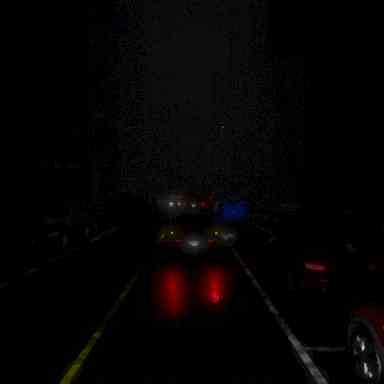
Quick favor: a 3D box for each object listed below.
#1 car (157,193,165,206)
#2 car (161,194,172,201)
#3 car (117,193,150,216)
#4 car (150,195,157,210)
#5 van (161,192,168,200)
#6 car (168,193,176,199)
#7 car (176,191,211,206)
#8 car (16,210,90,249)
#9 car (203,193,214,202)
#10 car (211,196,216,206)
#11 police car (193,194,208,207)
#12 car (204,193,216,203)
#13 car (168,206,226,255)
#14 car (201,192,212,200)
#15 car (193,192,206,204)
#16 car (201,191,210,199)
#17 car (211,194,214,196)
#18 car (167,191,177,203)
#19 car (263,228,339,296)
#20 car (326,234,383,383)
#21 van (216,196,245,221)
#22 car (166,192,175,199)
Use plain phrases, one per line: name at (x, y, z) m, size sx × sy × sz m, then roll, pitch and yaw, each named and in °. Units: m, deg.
car at (-5.440, 1.216, 47.522) m, size 1.752 × 1.417 × 4.829 m, roll 0°, pitch 1°, yaw 1°
car at (-5.332, 1.103, 70.284) m, size 1.947 × 1.339 × 4.313 m, roll 0°, pitch 0°, yaw 0°
car at (-5.519, 1.128, 30.813) m, size 2.192 × 1.841 × 5.009 m, roll 0°, pitch 0°, yaw 0°
car at (-5.492, 1.088, 36.453) m, size 2.192 × 1.841 × 5.009 m, roll 0°, pitch 0°, yaw 0°
van at (-5.358, 0.913, 64.644) m, size 1.690 × 1.788 × 3.998 m, roll 0°, pitch 0°, yaw 0°
car at (-5.252, 0.994, 87.201) m, size 1.887 × 1.381 × 4.507 m, roll 0°, pitch 0°, yaw 0°
car at (0.163, 1.064, 26.826) m, size 2.150 × 2.045 × 5.566 m, roll 0°, pitch 1°, yaw 1°
car at (-5.601, 1.473, 13.895) m, size 2.008 × 1.369 × 4.403 m, roll 0°, pitch 0°, yaw 0°
car at (3.167, 1.012, 64.589) m, size 1.967 × 1.590 × 4.097 m, roll 0°, pitch 0°, yaw 0°
car at (3.008, 1.338, 30.923) m, size 1.752 × 1.417 × 4.829 m, roll 0°, pitch 0°, yaw 0°
police car at (1.121, 1.123, 46.465) m, size 1.930 × 1.638 × 5.238 m, roll 0°, pitch 0°, yaw 0°
car at (3.140, 1.048, 58.951) m, size 1.967 × 1.590 × 4.097 m, roll 0°, pitch 0°, yaw 0°
car at (0.104, 1.455, 12.797) m, size 1.812 × 1.442 × 4.674 m, roll 0°, pitch 0°, yaw 1°
car at (3.219, 0.822, 75.868) m, size 2.192 × 1.841 × 5.009 m, roll 0°, pitch 0°, yaw 0°
car at (1.168, 0.977, 56.325) m, size 2.097 × 1.767 × 4.553 m, roll 0°, pitch 0°, yaw 0°
car at (3.246, 0.793, 81.506) m, size 2.192 × 1.841 × 5.009 m, roll 0°, pitch 0°, yaw 0°
car at (3.068, 1.254, 42.236) m, size 1.752 × 1.417 × 4.829 m, roll 0°, pitch 1°, yaw 1°
car at (-2.778, 1.091, 58.128) m, size 1.882 × 1.535 × 5.008 m, roll 0°, pitch 0°, yaw 1°
car at (2.898, 1.537, 8.193) m, size 1.802 × 1.307 × 4.206 m, roll 0°, pitch 0°, yaw 0°
car at (2.871, 1.426, 2.551) m, size 1.967 × 1.590 × 4.097 m, roll 0°, pitch 0°, yaw 0°
van at (2.979, 1.194, 25.110) m, size 1.690 × 1.788 × 3.998 m, roll 0°, pitch 0°, yaw 0°
car at (-5.279, 0.918, 81.562) m, size 1.967 × 1.590 × 4.097 m, roll 0°, pitch 0°, yaw 0°
